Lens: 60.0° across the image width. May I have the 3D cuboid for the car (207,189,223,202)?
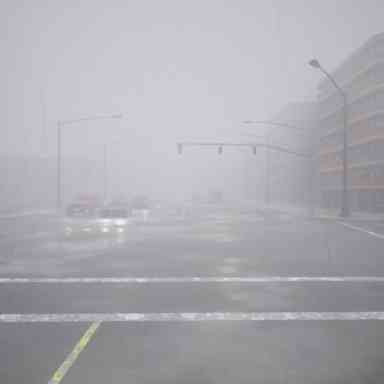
[{"bbox_3d":[4.438,0.666,60.738,2.150,2.045,5.566,0,1,0],"label":"car"}]

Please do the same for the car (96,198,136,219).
[{"bbox_3d":[-6.365,1.502,28.394,1.994,1.385,4.181,0,0,0],"label":"car"}]

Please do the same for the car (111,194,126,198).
[{"bbox_3d":[-9.805,1.080,44.861,2.097,1.767,4.553,0,1,0],"label":"car"}]

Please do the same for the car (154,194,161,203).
[{"bbox_3d":[-6.263,1.068,55.444,1.812,1.442,4.674,0,2,0],"label":"car"}]

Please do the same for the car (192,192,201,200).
[{"bbox_3d":[0.854,0.958,65.865,1.895,1.301,4.718,0,1,0],"label":"car"}]

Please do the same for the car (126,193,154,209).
[{"bbox_3d":[-6.316,1.148,40.692,2.097,1.767,4.553,0,1,0],"label":"car"}]

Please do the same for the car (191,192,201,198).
[{"bbox_3d":[0.883,0.647,75.841,2.033,1.411,5.357,0,1,0],"label":"car"}]

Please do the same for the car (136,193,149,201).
[{"bbox_3d":[-9.677,0.928,65.510,1.994,1.385,4.181,0,1,1],"label":"car"}]

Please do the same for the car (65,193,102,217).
[{"bbox_3d":[-9.849,1.138,31.035,2.150,2.045,5.566,0,1,0],"label":"car"}]
